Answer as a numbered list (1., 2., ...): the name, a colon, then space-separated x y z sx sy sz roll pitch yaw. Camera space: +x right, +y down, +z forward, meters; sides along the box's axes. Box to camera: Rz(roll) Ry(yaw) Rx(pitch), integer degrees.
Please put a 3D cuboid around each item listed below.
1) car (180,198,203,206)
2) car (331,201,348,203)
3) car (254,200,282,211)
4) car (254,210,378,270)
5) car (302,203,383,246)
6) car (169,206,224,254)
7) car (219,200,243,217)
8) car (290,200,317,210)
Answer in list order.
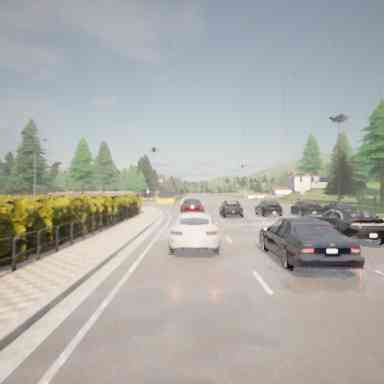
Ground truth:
1. car: -0.051 1.363 30.803 2.097 1.767 4.553 0 0 -2
2. car: 14.091 1.576 31.902 1.994 1.385 4.181 0 0 0
3. car: 7.091 1.517 31.080 1.837 1.490 4.892 0 0 0
4. car: 3.583 1.552 10.995 2.033 1.411 5.357 0 0 0
5. car: 7.091 1.496 15.424 2.128 1.511 4.902 0 0 0
6. car: 0.084 1.530 13.367 1.812 1.442 4.674 0 0 0
7. car: 3.590 1.503 31.058 2.128 1.511 4.902 0 0 0
8. car: 10.591 1.517 31.122 1.837 1.490 4.892 0 0 0
